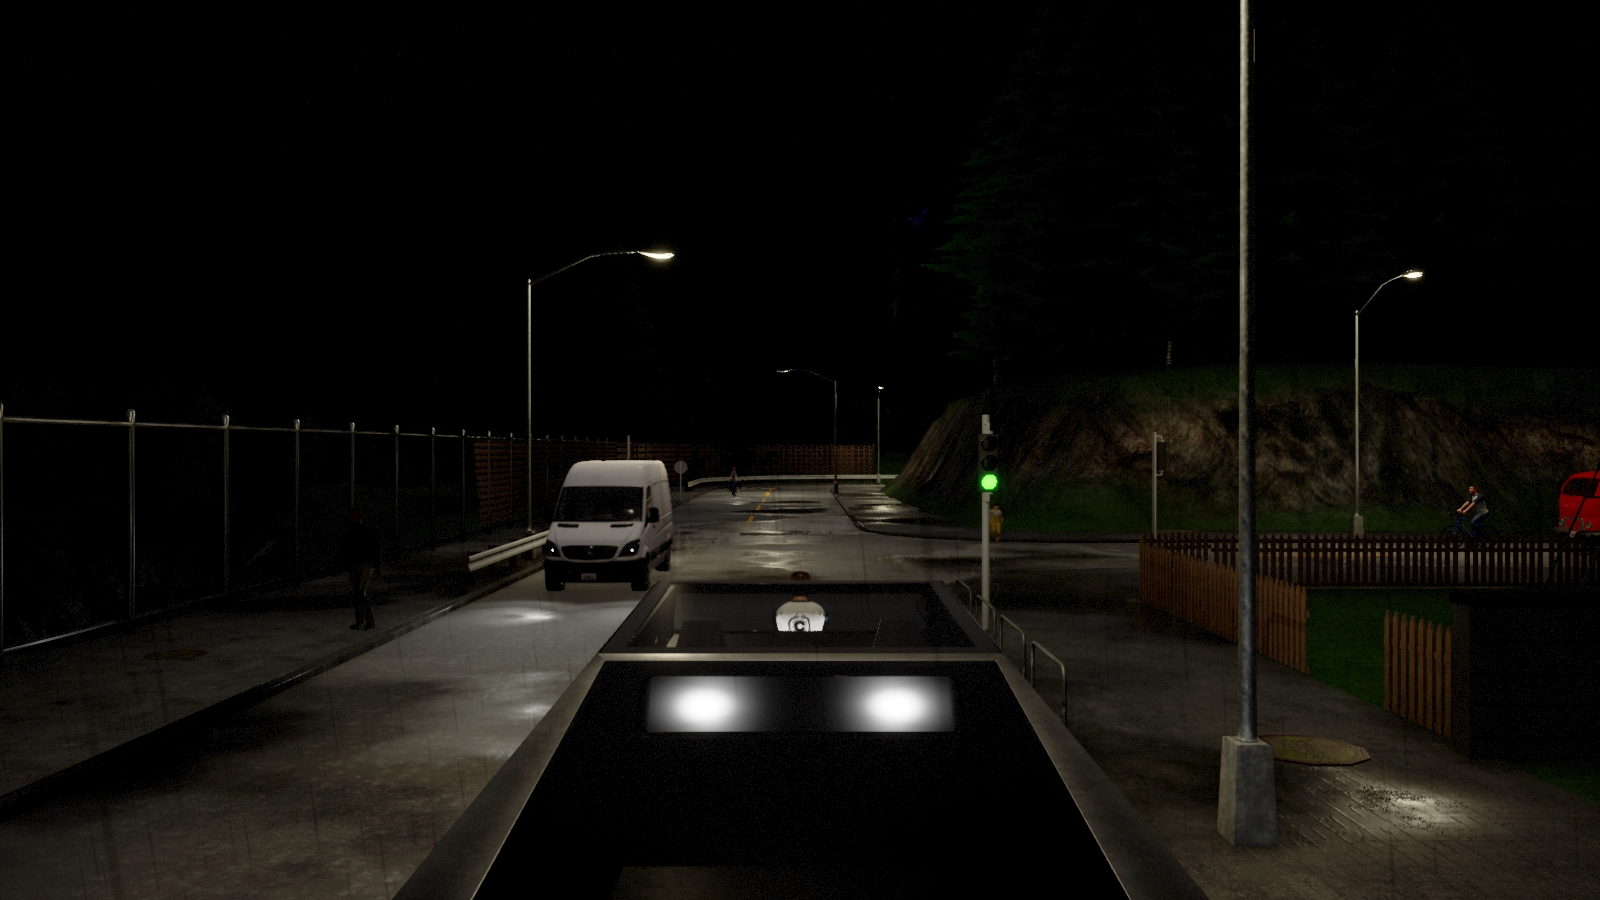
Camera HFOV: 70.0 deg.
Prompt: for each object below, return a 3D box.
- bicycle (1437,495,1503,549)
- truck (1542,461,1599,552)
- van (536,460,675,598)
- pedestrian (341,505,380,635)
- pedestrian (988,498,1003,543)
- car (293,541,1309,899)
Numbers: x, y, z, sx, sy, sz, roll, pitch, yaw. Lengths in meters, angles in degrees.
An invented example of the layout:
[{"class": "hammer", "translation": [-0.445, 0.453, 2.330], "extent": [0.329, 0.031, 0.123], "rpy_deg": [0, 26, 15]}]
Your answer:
[{"class": "bicycle", "translation": [18.925, 2.043, 32.290], "extent": [1.643, 1.496, 0.373], "rpy_deg": [0, 0, 0]}, {"class": "truck", "translation": [24.435, 1.556, 32.287], "extent": [5.204, 2.467, 2.627], "rpy_deg": [0, 0, 0]}, {"class": "van", "translation": [-3.991, 1.526, 24.500], "extent": [1.988, 2.561, 5.915], "rpy_deg": [0, 0, 0]}, {"class": "pedestrian", "translation": [-6.406, 1.738, 16.660], "extent": [0.375, 1.860, 0.375], "rpy_deg": [0, 0, 12]}, {"class": "pedestrian", "translation": [5.882, 2.115, 34.335], "extent": [0.375, 1.300, 0.375], "rpy_deg": [0, 0, 0]}, {"class": "car", "translation": [0.002, 1.762, 5.826], "extent": [2.390, 2.098, 6.274], "rpy_deg": [0, 0, 0]}]
